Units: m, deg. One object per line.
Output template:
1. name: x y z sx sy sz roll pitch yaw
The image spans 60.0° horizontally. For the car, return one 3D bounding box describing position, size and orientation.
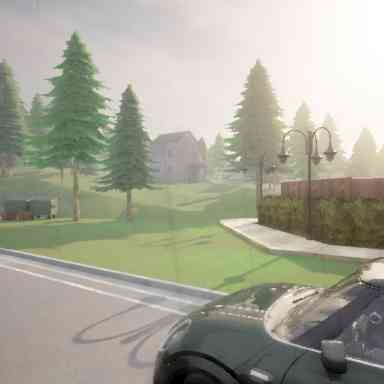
1. car: 1.831 1.351 2.676 4.553 1.767 2.097 0 0 36
